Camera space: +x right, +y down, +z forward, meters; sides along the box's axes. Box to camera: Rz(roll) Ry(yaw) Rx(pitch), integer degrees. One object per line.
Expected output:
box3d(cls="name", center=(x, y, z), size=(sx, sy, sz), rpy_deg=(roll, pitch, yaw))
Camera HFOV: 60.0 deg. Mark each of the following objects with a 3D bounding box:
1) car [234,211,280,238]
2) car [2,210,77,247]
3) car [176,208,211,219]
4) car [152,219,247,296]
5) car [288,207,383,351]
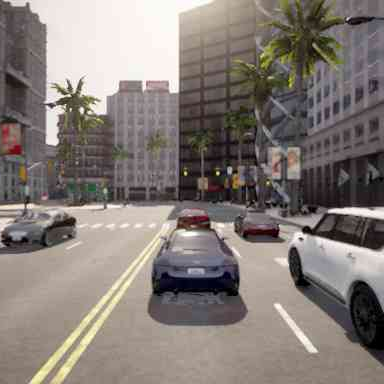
box3d(cls="car", center=(3.575, 1.746, 18.981), size=(1.994, 1.385, 4.181), rpy_deg=(0, -1, 0))
box3d(cls="car", center=(-7.045, 1.646, 15.872), size=(2.128, 1.511, 4.902), rpy_deg=(0, -1, 0))
box3d(cls="car", center=(0.086, 1.667, 19.735), size=(1.882, 1.535, 5.008), rpy_deg=(0, -1, 0))
box3d(cls="car", center=(0.071, 1.646, 8.931), size=(1.994, 1.385, 4.181), rpy_deg=(0, -1, 0))
box3d(cls="car", center=(3.592, 1.286, 6.442), size=(2.150, 2.045, 5.566), rpy_deg=(0, 0, 0))
